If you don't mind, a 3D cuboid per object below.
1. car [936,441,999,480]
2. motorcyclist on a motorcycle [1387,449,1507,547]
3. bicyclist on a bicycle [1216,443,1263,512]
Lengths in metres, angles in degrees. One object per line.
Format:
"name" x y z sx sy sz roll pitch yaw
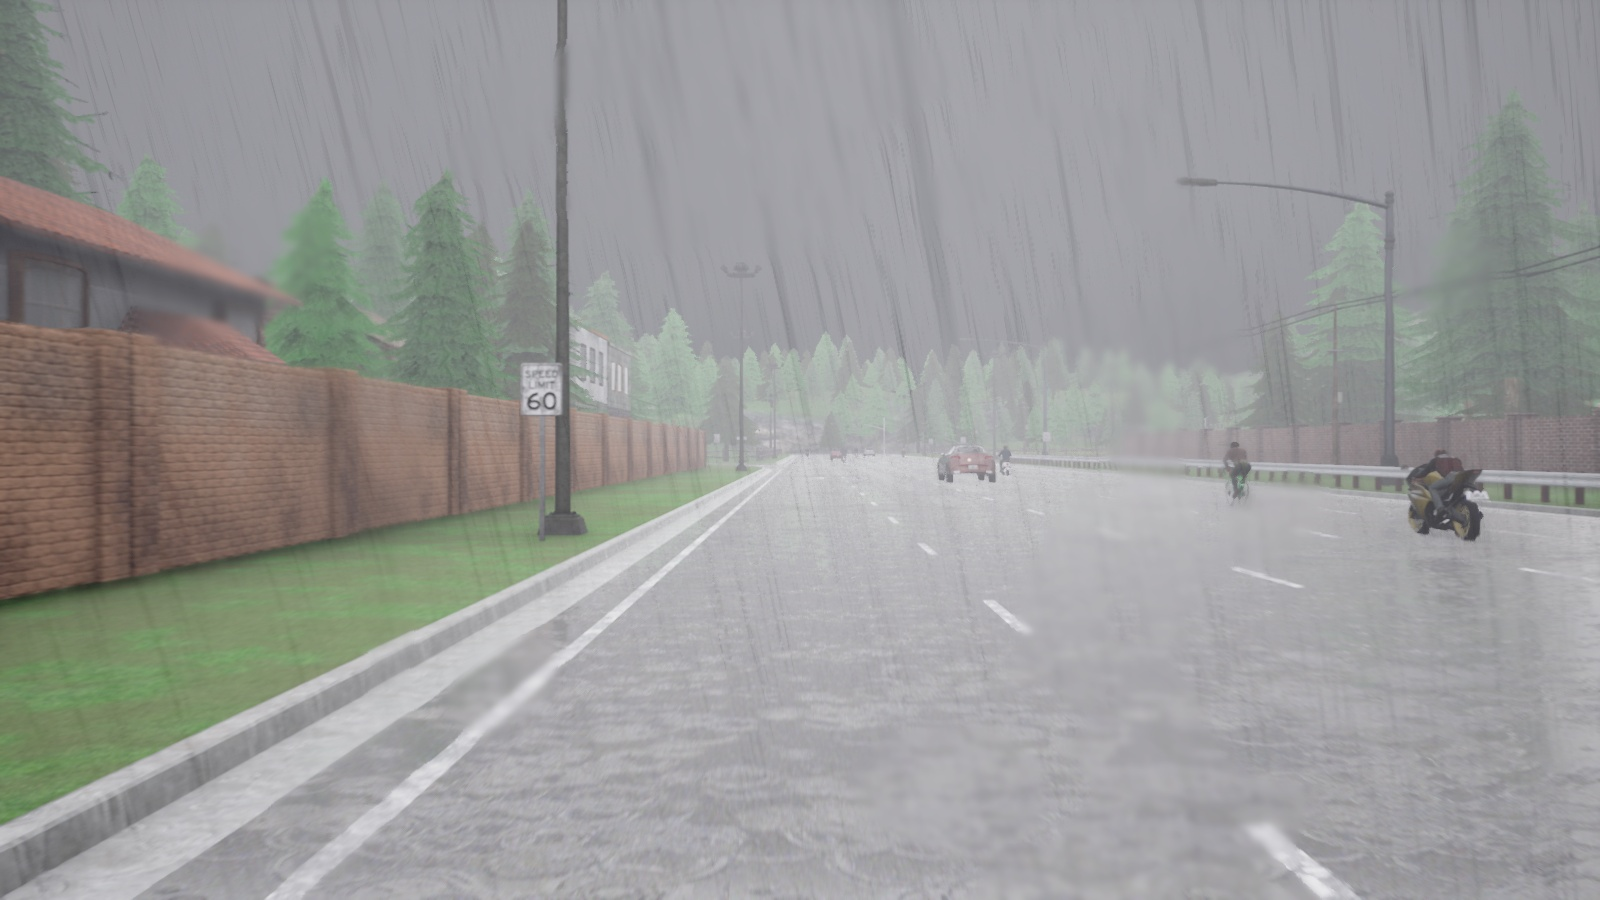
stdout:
"car" 7.334 0.428 55.456 2.152 1.651 5.027 0 0 0
"motorcyclist on a motorcycle" 10.656 0.752 20.775 0.866 1.530 2.191 0 0 1
"bicyclist on a bicycle" 10.691 0.651 30.586 0.582 1.620 1.656 0 0 0
